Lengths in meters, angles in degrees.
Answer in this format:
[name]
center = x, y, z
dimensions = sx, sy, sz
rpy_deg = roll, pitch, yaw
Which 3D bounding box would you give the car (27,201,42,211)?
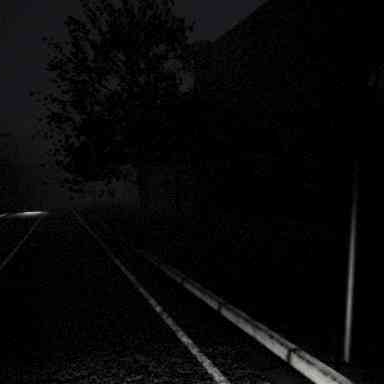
[car]
center = -24.101, 2.135, 51.136
dimensions = 2.128, 1.511, 4.902
rpy_deg = -2, 0, -21
